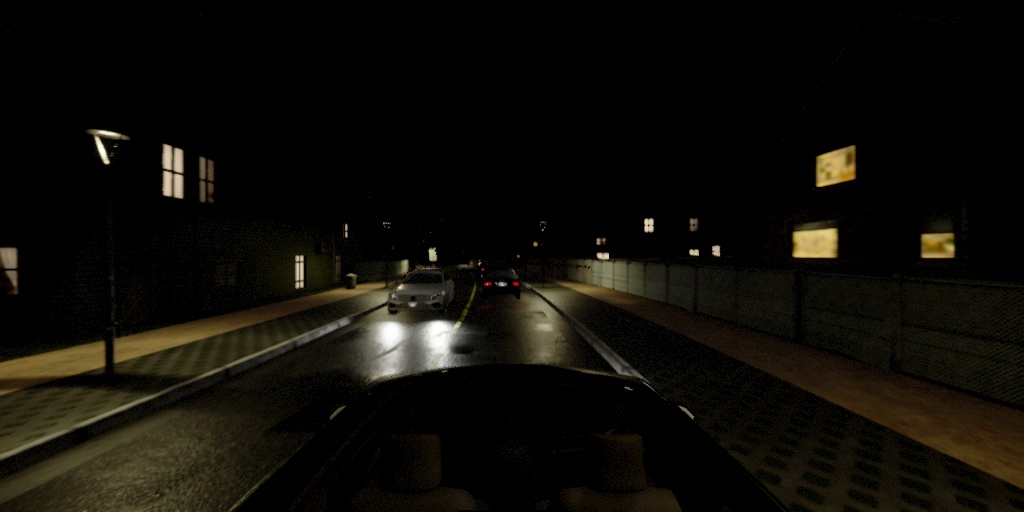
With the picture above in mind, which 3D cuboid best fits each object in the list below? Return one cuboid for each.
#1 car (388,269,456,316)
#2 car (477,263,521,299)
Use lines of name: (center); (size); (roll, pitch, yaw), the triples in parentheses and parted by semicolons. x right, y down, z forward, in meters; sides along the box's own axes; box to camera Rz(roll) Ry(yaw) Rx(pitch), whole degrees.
car: (-3.184, 1.245, 13.477); (1.812, 1.442, 4.674); (0, 0, -2)
car: (-0.584, 1.262, 17.961); (2.033, 1.411, 5.357); (0, 0, -3)
